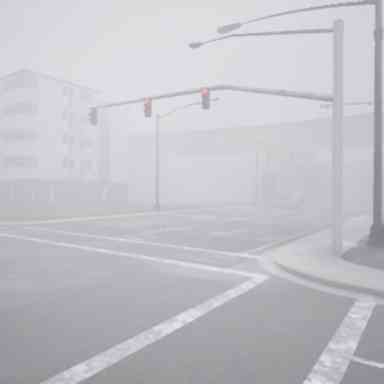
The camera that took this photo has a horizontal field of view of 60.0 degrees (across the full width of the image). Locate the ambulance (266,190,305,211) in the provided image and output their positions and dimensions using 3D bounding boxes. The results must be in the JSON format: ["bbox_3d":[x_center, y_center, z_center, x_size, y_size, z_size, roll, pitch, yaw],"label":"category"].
[{"bbox_3d":[11.823,1.028,41.876,6.366,2.431,2.351,0,0,-44],"label":"ambulance"}]
